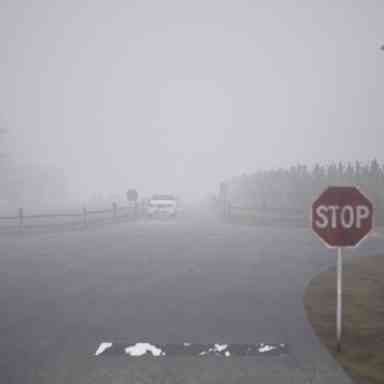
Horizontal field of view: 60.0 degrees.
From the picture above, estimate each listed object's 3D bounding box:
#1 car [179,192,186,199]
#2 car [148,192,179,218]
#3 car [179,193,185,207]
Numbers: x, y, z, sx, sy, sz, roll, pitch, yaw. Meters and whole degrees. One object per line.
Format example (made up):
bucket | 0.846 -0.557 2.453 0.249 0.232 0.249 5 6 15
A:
car | -2.083 0.667 64.771 2.033 1.411 5.357 0 1 1
car | -2.521 1.086 29.363 2.150 2.045 5.566 0 1 0
car | -2.401 1.194 43.183 2.033 1.411 5.357 0 1 1
